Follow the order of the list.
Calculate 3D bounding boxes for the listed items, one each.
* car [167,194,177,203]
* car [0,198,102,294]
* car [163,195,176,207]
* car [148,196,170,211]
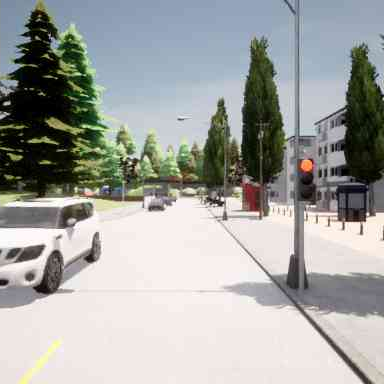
[{"bbox_3d":[-4.016,1.469,67.544,1.837,1.490,4.892,0,0,0],"label":"car"},{"bbox_3d":[-4.107,1.217,9.111,2.150,2.045,5.566,0,1,0],"label":"car"},{"bbox_3d":[-4.113,1.563,52.235,1.994,1.385,4.181,0,0,1],"label":"car"},{"bbox_3d":[-4.129,1.547,40.160,2.033,1.411,5.357,0,0,0],"label":"car"}]
